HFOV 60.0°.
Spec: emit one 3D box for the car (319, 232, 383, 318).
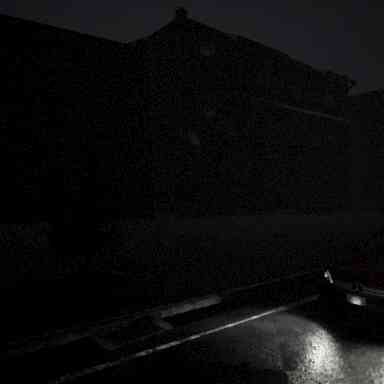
[{"bbox_3d":[4.570,1.565,6.985,4.674,1.442,1.812,1,-1,-38],"label":"car"}]
